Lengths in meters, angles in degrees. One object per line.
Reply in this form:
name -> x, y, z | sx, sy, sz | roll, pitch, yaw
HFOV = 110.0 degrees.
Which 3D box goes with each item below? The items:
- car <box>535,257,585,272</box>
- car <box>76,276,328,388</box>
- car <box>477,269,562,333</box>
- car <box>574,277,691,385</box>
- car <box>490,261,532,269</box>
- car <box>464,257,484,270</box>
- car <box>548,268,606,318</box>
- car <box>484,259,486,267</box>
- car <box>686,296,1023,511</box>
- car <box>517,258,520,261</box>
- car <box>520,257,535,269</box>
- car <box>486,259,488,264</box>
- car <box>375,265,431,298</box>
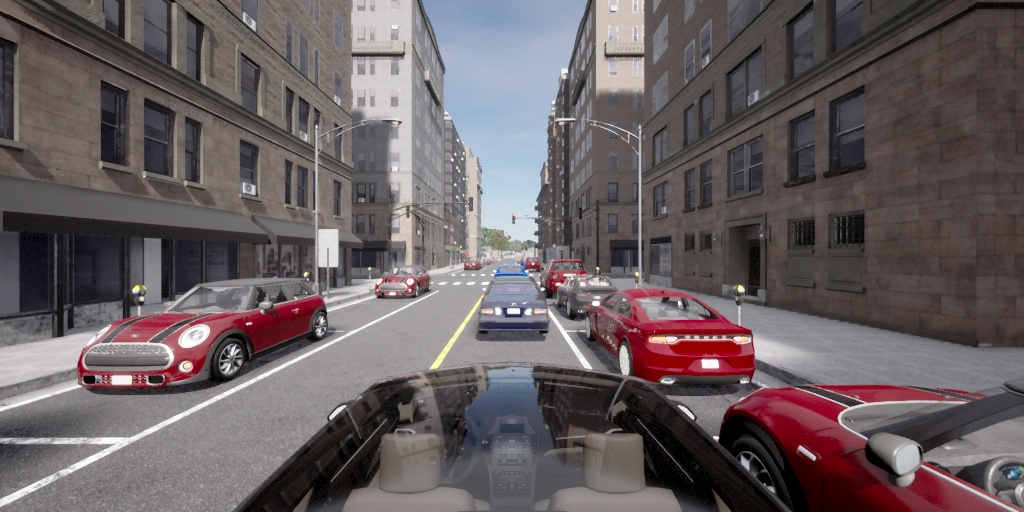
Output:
car -> 2.576, 1.064, 18.346 | 2.192, 1.841, 5.009 | 0, 0, 0
car -> -5.405, 1.190, 6.950 | 1.967, 1.591, 4.097 | 0, 0, 0
car -> 0.044, 1.297, 10.637 | 2.033, 1.411, 5.357 | 0, 0, 0
car -> 2.620, 1.295, 6.982 | 1.888, 1.381, 4.507 | 0, 0, 0
car -> -0.069, 1.227, 20.456 | 1.882, 1.535, 5.008 | 0, 0, 0
car -> -5.606, 1.062, 50.874 | 2.192, 1.841, 5.009 | 0, 0, 0
car -> 2.598, 1.300, 12.664 | 2.007, 1.370, 4.403 | 0, 0, 0
car -> -5.625, 1.312, 56.377 | 1.948, 1.339, 4.313 | 0, 0, 0
car -> 2.642, 1.190, 1.299 | 1.967, 1.591, 4.097 | 0, 0, 0
car -> 2.458, 1.060, 61.913 | 2.192, 1.841, 5.009 | 0, 0, 0
car -> 2.534, 1.062, 45.402 | 2.192, 1.841, 5.009 | 0, 0, 0
car -> -5.644, 1.296, 61.881 | 2.007, 1.370, 4.403 | 0, 0, 0
car -> -5.449, 1.189, 18.314 | 1.967, 1.591, 4.097 | 0, 0, 0
